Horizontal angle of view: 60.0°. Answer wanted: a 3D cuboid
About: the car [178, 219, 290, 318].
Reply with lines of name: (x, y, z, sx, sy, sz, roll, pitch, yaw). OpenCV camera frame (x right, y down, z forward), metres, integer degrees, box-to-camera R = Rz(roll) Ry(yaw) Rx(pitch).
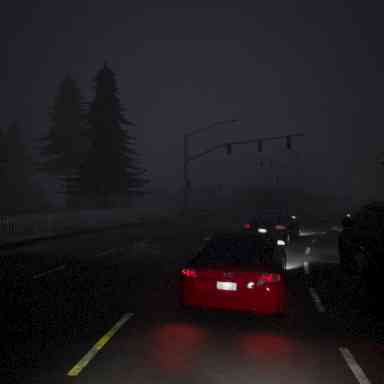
car: (1.123, 1.563, 7.577, 1.994, 1.385, 4.181, 0, 0, 15)

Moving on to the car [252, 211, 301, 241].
car: (3.780, 1.563, 15.549, 1.994, 1.385, 4.181, 0, 0, 26)

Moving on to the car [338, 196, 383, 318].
car: (4.701, 1.221, 7.219, 2.150, 2.045, 5.566, 0, 0, 15)

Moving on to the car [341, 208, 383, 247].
car: (8.359, 1.563, 15.812, 1.994, 1.385, 4.181, 0, 0, 28)
